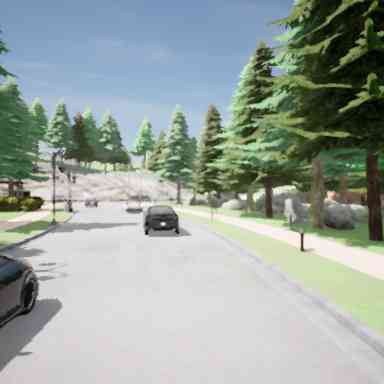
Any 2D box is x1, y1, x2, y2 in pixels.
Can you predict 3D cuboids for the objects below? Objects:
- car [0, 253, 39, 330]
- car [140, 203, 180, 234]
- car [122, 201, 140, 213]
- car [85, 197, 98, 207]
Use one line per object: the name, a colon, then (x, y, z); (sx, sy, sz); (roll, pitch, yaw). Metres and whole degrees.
car: (-3.863, 1.569, 4.727); (1.994, 1.385, 4.181); (0, 0, -3)
car: (-1.905, 1.496, 19.461); (1.882, 1.535, 5.008); (0, 0, -10)
car: (-6.817, 1.636, 37.792); (1.895, 1.301, 4.718); (0, 0, -19)
car: (-15.895, 1.542, 52.645); (2.128, 1.511, 4.902); (0, 0, -19)
